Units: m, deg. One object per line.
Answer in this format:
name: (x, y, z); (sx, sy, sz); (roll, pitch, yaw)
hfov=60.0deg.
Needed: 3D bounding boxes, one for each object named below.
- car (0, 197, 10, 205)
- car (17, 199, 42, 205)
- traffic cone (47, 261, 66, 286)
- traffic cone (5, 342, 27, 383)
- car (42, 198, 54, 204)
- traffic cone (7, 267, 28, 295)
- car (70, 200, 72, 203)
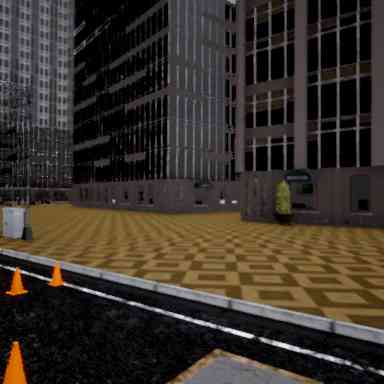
car: (-40.475, 2.032, 69.721); (4.097, 1.590, 1.967); (0, 0, -40)
car: (-36.129, 2.180, 73.392); (4.313, 1.339, 1.947); (0, 0, -40)
traffic cone: (-3.473, 2.060, 8.550); (0.340, 0.580, 0.340); (0, -1, 36)
traffic cone: (-2.003, 2.002, 3.771); (0.340, 0.580, 0.340); (0, -1, 36)
car: (-37.123, 2.213, 83.545); (4.507, 1.381, 1.887); (0, 0, -40)
traffic cone: (-4.062, 2.047, 7.741); (0.340, 0.580, 0.340); (0, -1, 36)
car: (-27.407, 2.241, 80.696); (4.206, 1.307, 1.802); (0, 0, -40)
